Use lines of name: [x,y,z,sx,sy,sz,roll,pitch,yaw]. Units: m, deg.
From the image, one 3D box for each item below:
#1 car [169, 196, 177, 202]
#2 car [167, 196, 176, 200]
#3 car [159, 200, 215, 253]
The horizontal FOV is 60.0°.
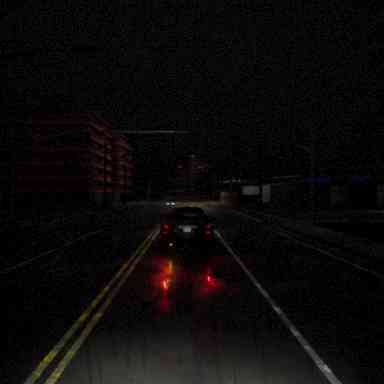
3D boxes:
car: [-5.381,1.975,94.391,2.033,1.411,5.357,0,0,-1]
car: [-5.062,1.907,78.584,2.033,1.411,5.357,0,0,-1]
car: [-0.200,1.418,14.251,2.097,1.767,4.553,0,0,-1]
